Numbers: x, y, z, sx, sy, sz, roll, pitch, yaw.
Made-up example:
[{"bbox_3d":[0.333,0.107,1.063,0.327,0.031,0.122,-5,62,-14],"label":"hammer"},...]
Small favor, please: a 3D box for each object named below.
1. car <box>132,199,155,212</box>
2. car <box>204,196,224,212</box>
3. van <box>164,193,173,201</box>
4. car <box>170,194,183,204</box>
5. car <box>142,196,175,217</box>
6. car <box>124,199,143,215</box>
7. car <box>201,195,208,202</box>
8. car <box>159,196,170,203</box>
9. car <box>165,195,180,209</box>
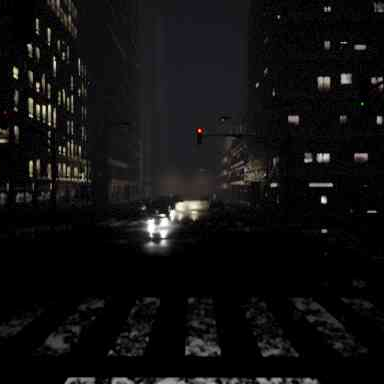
[{"bbox_3d":[-5.594,1.528,38.916,1.947,1.339,4.313,-1,0,0],"label":"car"},{"bbox_3d":[2.786,1.513,38.892,2.008,1.369,4.403,-1,0,0],"label":"car"},{"bbox_3d":[-5.486,1.269,78.498,1.690,1.788,3.998,-1,0,0],"label":"van"},{"bbox_3d":[-2.835,1.291,64.103,2.097,1.767,4.553,0,0,1],"label":"car"},{"bbox_3d":[-3.013,1.461,31.240,2.128,1.511,4.902,0,0,0],"label":"car"},{"bbox_3d":[-5.611,1.493,33.091,1.752,1.417,4.829,-1,0,0],"label":"car"},{"bbox_3d":[2.880,1.373,72.820,1.967,1.590,4.097,-1,0,0],"label":"car"},{"bbox_3d":[-5.515,1.482,67.188,1.887,1.381,4.507,-1,0,0],"label":"car"},{"bbox_3d":[-2.979,1.448,41.906,2.128,1.511,4.902,0,0,0],"label":"car"}]
